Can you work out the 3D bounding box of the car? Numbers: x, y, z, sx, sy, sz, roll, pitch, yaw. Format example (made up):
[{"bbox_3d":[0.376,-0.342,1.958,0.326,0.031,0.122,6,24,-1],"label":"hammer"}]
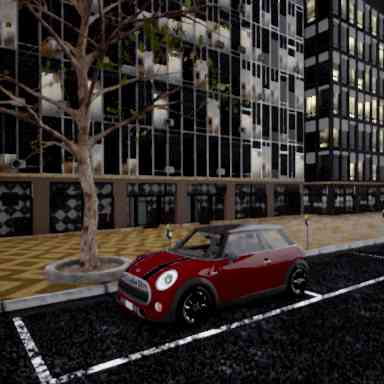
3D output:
[{"bbox_3d":[0.528,1.436,6.938,4.097,1.590,1.967,0,0,-35],"label":"car"}]
